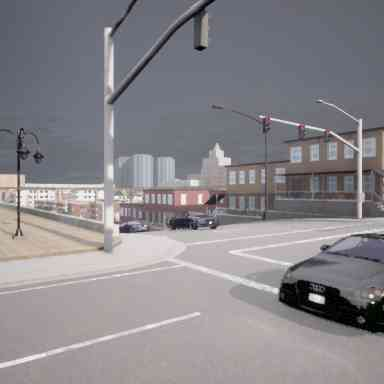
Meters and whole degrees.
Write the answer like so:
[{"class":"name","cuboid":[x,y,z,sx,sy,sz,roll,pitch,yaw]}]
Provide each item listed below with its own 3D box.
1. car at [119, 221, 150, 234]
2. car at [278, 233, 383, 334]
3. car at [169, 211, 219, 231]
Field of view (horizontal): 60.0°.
[{"class":"car","cuboid":[-5.809,3.504,32.151,1.812,1.442,4.674,0,-12,-37]},{"class":"car","cuboid":[3.668,1.561,6.625,4.181,1.385,1.994,0,0,-36]},{"class":"car","cuboid":[0.061,2.054,24.187,1.994,1.385,4.181,0,-4,-36]}]
